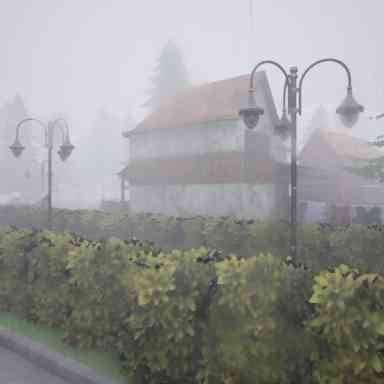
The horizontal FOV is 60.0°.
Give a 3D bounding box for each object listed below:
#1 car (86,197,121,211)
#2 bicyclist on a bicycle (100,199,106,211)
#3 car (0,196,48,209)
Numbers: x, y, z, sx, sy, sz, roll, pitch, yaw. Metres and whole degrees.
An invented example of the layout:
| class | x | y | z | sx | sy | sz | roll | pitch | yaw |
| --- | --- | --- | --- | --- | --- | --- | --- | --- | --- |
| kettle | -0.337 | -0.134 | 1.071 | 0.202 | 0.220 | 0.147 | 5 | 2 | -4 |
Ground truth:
| class | x | y | z | sx | sy | sz | roll | pitch | yaw |
| --- | --- | --- | --- | --- | --- | --- | --- | --- | --- |
| car | -10.100 | 1.513 | 39.031 | 2.097 | 1.767 | 4.553 | 0 | 0 | 37 |
| bicyclist on a bicycle | -7.824 | 1.462 | 29.502 | 1.656 | 1.620 | 0.582 | 0 | 0 | 36 |
| car | -16.060 | 1.382 | 30.833 | 2.150 | 2.045 | 5.566 | 0 | 0 | 36 |
